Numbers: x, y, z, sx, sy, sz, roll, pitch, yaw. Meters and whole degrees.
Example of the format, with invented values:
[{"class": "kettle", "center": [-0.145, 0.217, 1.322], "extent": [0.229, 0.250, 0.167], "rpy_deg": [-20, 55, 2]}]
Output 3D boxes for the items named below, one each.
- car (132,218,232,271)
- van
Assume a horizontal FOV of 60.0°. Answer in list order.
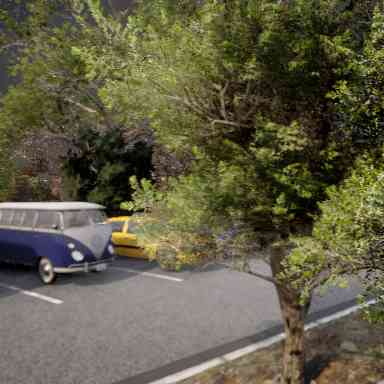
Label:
[{"class": "car", "center": [-1.548, 1.499, 11.066], "extent": [5.366, 1.575, 1.946], "rpy_deg": [-1, -1, 35]}, {"class": "van", "center": [-4.030, 1.277, 9.383], "extent": [4.442, 1.987, 1.878], "rpy_deg": [-1, -1, 35]}]
